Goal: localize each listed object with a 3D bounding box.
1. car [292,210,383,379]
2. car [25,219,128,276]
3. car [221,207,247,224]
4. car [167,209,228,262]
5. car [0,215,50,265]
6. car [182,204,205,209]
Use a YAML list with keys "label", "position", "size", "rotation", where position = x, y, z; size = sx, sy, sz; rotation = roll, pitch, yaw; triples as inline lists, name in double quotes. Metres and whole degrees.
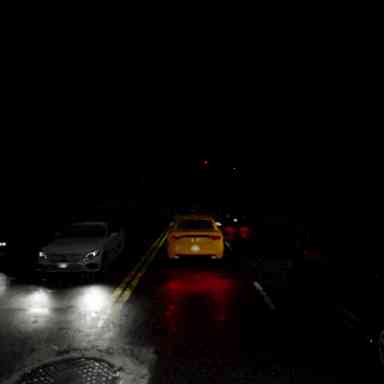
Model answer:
- label: "car"
  position: [3.328, 1.289, 5.238]
  size: [2.150, 2.045, 5.566]
  rotation: [0, 0, 0]
- label: "car"
  position: [-3.329, 1.658, 10.925]
  size: [1.812, 1.442, 4.674]
  rotation: [0, -1, 0]
- label: "car"
  position: [3.403, 1.940, 28.126]
  size: [1.895, 1.301, 4.718]
  rotation: [0, -1, 0]
- label: "car"
  position: [0.118, 1.633, 12.816]
  size: [1.882, 1.535, 5.008]
  rotation: [0, -1, 0]
- label: "car"
  position: [-6.576, 1.641, 12.397]
  size: [2.128, 1.511, 4.902]
  rotation: [0, -1, 0]
- label: "car"
  position: [0.159, 1.838, 29.971]
  size: [1.882, 1.535, 5.008]
  rotation: [0, -1, 0]
